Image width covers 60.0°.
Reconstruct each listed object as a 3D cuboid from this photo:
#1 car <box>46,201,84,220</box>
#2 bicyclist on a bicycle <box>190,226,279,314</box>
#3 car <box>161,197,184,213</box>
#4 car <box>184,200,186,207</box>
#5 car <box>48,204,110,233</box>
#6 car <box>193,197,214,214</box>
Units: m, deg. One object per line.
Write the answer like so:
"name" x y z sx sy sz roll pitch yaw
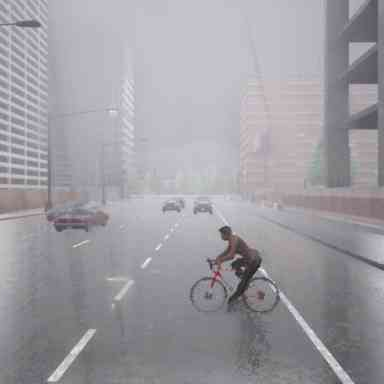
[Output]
"car" -9.776 1.505 26.459 1.837 1.490 4.892 0 0 2
"bicyclist on a bicycle" 0.783 1.452 6.139 1.656 1.620 0.582 0 0 2
"car" -2.240 1.526 37.695 1.812 1.442 4.674 0 0 2
"car" -1.950 1.505 47.036 1.837 1.490 4.892 0 0 2
"car" -6.499 1.601 19.995 1.895 1.301 4.718 0 0 2
"car" 1.171 1.526 34.932 1.812 1.442 4.674 0 0 2
